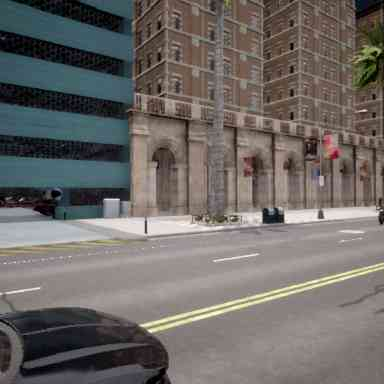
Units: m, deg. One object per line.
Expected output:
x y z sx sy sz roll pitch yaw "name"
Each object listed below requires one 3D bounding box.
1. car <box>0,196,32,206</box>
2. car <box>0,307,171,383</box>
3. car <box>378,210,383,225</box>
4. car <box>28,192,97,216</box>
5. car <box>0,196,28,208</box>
-29.183 1.413 54.781 4.786 1.482 2.161 0 0 -35 "car"
-2.464 1.478 2.037 5.008 1.535 1.882 0 0 -35 "car"
14.872 1.477 23.118 5.008 1.535 1.882 0 0 -35 "car"
-11.474 1.029 30.439 5.566 2.045 2.435 0 0 -35 "car"
-22.829 1.463 45.067 4.718 1.301 1.895 0 0 -35 "car"
